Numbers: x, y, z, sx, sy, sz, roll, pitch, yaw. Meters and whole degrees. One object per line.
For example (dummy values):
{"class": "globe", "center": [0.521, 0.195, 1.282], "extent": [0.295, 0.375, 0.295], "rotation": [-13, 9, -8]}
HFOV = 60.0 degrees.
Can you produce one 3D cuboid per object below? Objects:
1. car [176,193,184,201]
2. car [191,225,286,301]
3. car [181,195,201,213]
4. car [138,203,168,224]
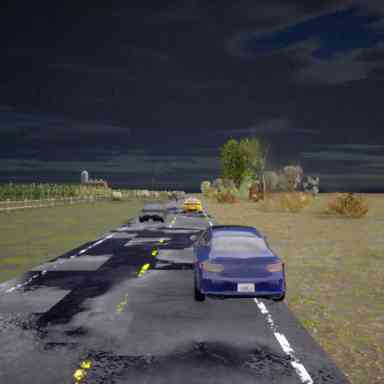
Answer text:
{"class": "car", "center": [-2.868, 1.176, 83.142], "extent": [2.150, 2.045, 5.566], "rotation": [0, 0, 0]}
{"class": "car", "center": [0.951, 1.525, 8.174], "extent": [1.812, 1.442, 4.674], "rotation": [0, 0, 0]}
{"class": "car", "center": [0.026, 1.472, 37.064], "extent": [1.882, 1.535, 5.008], "rotation": [0, 0, 0]}
{"class": "car", "center": [-2.786, 1.544, 25.150], "extent": [2.033, 1.411, 5.357], "rotation": [0, 0, 0]}
